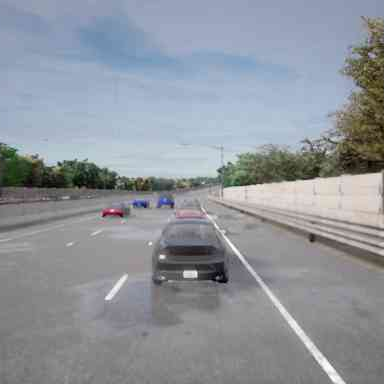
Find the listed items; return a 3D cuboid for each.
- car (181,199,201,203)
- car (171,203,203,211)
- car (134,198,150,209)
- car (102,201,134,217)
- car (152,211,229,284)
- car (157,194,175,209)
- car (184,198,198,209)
[{"bbox_3d":[-0.156,1.548,27.638,1.837,1.490,4.892,0,0,0],"label":"car"},{"bbox_3d":[-0.107,1.555,18.676,1.812,1.442,4.674,0,0,0],"label":"car"},{"bbox_3d":[-7.184,1.553,47.547,1.882,1.535,5.008,0,0,0],"label":"car"},{"bbox_3d":[-7.083,1.614,31.516,1.994,1.385,4.181,0,0,0],"label":"car"},{"bbox_3d":[-0.046,1.521,9.586,1.837,1.490,4.892,0,0,0],"label":"car"},{"bbox_3d":[-3.684,1.291,47.459,2.150,2.045,5.566,0,-1,0],"label":"car"},{"bbox_3d":[-0.182,1.600,47.123,1.812,1.442,4.674,0,0,-1],"label":"car"}]
